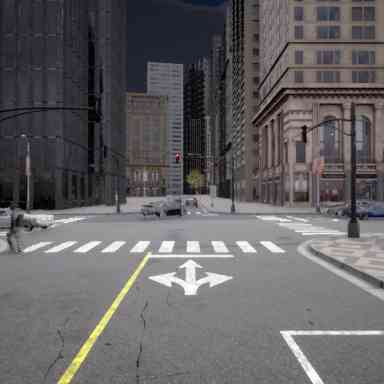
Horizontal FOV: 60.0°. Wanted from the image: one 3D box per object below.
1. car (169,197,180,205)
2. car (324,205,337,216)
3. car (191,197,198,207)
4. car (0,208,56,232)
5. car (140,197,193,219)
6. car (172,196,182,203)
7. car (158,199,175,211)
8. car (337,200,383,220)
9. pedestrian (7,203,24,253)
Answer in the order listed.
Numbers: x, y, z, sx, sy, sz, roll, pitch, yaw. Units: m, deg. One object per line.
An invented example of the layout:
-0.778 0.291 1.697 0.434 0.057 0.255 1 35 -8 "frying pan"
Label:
-3.260 1.608 61.690 1.837 1.490 4.892 0 0 0 "car"
14.518 1.488 30.056 4.902 1.511 2.128 0 0 -2 "car"
-0.063 1.606 53.576 1.812 1.442 4.674 0 0 0 "car"
-10.552 1.595 19.482 4.718 1.301 1.895 0 0 7 "car"
-2.408 1.509 29.073 2.128 1.511 4.902 0 0 34 "car"
-3.244 1.611 71.839 1.882 1.535 5.008 0 0 0 "car"
-3.204 1.655 42.883 1.895 1.301 4.718 0 0 0 "car"
14.998 1.517 26.760 5.357 1.411 2.033 0 0 0 "car"
-6.445 1.297 12.104 0.375 1.860 0.375 0 0 0 "pedestrian"
